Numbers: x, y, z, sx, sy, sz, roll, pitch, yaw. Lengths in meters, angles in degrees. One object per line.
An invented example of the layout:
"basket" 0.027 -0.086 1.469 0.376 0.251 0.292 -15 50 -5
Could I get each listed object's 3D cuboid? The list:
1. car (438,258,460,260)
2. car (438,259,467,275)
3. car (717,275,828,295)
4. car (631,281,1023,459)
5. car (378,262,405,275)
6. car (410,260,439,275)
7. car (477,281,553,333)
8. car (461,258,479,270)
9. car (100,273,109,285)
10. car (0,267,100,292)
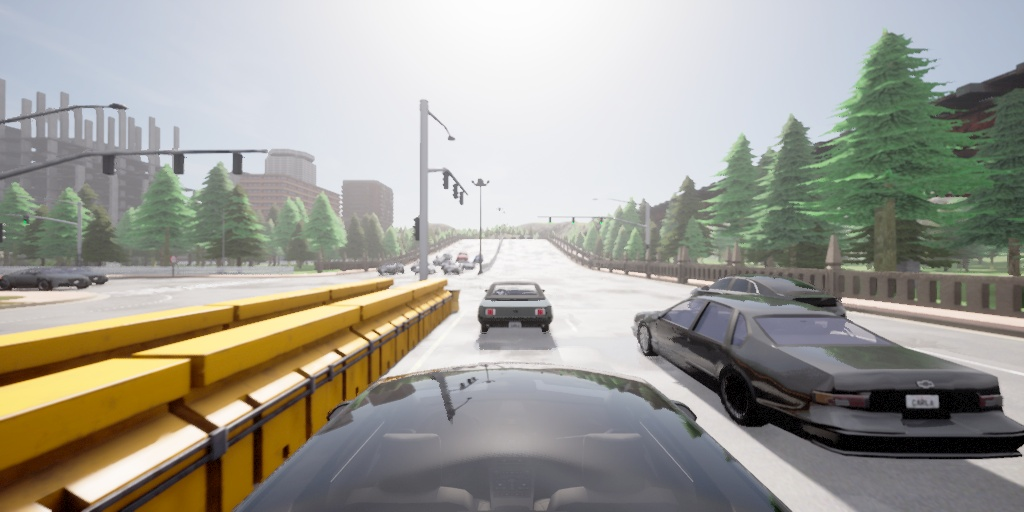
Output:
"car" -10.558 1.503 59.830 2.033 1.411 5.357 0 2 0
"car" -7.089 1.505 43.432 2.128 1.511 4.902 0 0 0
"car" 7.086 1.314 10.649 1.837 1.490 4.892 0 0 0
"car" 3.568 1.322 5.616 2.033 1.411 5.357 0 0 0
"car" -14.317 1.503 42.753 2.128 1.511 4.902 0 0 3
"car" -10.592 1.543 43.886 1.812 1.442 4.674 0 0 0
"car" 0.087 1.410 10.988 1.895 1.301 4.718 0 0 0
"car" -7.067 1.535 58.676 2.033 1.411 5.357 0 1 0
"car" -32.087 1.469 25.992 4.181 1.385 1.994 0 0 2
"car" -29.085 1.446 22.379 4.181 1.385 1.994 0 0 2
